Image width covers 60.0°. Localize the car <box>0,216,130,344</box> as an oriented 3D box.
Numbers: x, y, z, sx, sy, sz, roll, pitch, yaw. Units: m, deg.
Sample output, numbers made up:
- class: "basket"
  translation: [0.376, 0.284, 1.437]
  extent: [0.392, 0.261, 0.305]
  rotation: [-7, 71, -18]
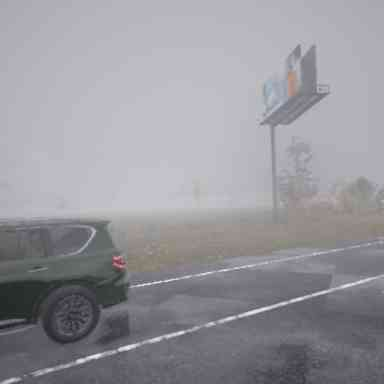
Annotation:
- class: "car"
  translation: [-3.818, 1.518, 5.509]
  extent: [5.566, 2.045, 2.150]
  rotation: [-1, -2, -33]
